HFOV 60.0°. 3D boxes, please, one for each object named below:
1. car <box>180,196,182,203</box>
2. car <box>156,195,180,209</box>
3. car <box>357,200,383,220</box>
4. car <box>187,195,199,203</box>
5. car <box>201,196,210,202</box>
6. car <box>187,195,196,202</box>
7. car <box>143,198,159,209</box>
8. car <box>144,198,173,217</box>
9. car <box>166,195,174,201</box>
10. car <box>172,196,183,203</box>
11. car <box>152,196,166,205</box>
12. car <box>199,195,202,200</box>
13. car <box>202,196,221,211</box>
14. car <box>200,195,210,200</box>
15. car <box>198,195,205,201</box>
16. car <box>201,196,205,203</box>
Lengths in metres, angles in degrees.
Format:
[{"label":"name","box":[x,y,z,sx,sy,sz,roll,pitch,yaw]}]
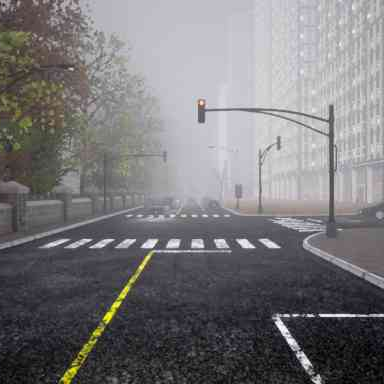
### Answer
[{"label":"car","box":[-3.128,1.561,57.677,1.812,1.442,4.674,0,0,0]},{"label":"car","box":[-3.135,1.374,44.381,2.097,1.767,4.553,0,0,0]},{"label":"car","box":[14.932,1.238,24.769,4.892,1.490,1.837,-1,0,0]},{"label":"car","box":[-0.062,1.577,69.246,1.812,1.442,4.674,0,0,0]},{"label":"car","box":[3.082,1.588,76.858,1.812,1.442,4.674,0,0,0]},{"label":"car","box":[-0.069,1.481,78.830,2.033,1.411,5.357,0,0,0]},{"label":"car","box":[-5.731,1.607,47.171,1.802,1.307,4.206,0,0,0]},{"label":"car","box":[-3.128,1.576,30.902,1.994,1.385,4.181,0,0,0]},{"label":"car","box":[-5.765,1.624,86.597,1.887,1.381,4.507,0,0,0]},{"label":"car","box":[-3.061,1.558,70.530,2.128,1.511,4.902,0,0,0]},{"label":"car","box":[-5.740,1.477,58.436,1.967,1.590,4.097,0,0,0]},{"label":"car","box":[3.052,1.404,69.828,2.097,1.767,4.553,0,0,0]},{"label":"car","box":[2.654,1.586,41.546,1.947,1.339,4.313,0,0,0]},{"label":"car","box":[2.645,1.596,52.811,1.947,1.339,4.313,0,0,0]},{"label":"car","box":[2.610,1.640,92.237,2.008,1.369,4.403,0,0,0]},{"label":"car","box":[2.649,1.591,47.178,1.947,1.339,4.313,0,0,0]}]
